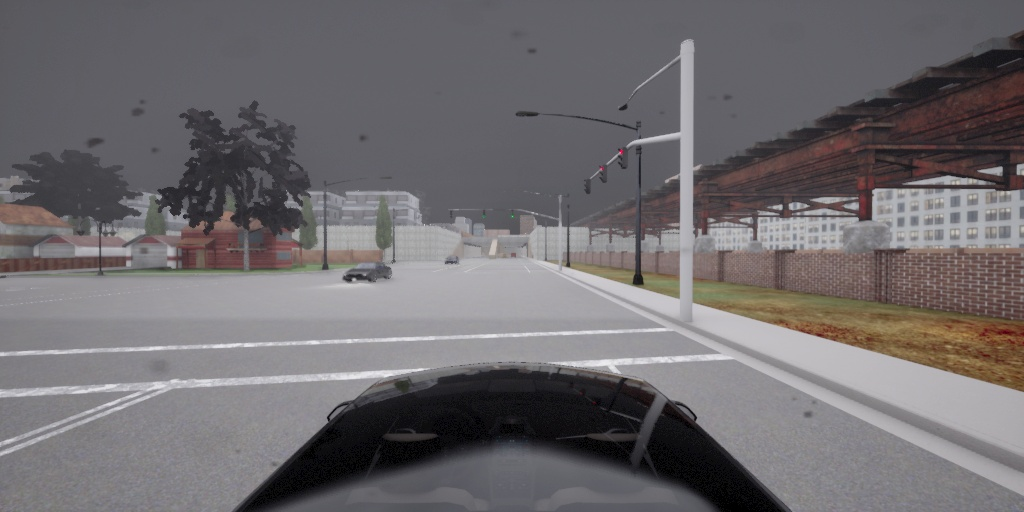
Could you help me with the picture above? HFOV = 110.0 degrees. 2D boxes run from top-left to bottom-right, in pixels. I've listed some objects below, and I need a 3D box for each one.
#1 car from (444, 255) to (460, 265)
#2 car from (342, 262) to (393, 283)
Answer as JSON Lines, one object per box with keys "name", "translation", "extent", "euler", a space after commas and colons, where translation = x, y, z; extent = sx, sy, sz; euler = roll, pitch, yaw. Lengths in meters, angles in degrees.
{"name": "car", "translation": [-10.250, 0.647, 61.457], "extent": [2.097, 1.767, 4.553], "euler": [0, 1, 0]}
{"name": "car", "translation": [-10.395, 1.148, 26.276], "extent": [2.033, 1.411, 5.357], "euler": [0, 0, 0]}
